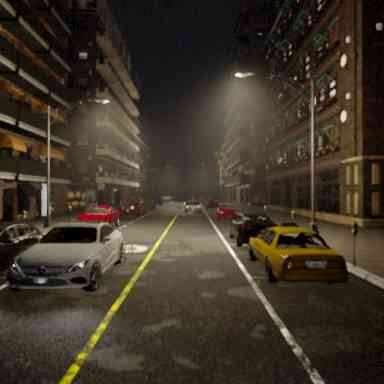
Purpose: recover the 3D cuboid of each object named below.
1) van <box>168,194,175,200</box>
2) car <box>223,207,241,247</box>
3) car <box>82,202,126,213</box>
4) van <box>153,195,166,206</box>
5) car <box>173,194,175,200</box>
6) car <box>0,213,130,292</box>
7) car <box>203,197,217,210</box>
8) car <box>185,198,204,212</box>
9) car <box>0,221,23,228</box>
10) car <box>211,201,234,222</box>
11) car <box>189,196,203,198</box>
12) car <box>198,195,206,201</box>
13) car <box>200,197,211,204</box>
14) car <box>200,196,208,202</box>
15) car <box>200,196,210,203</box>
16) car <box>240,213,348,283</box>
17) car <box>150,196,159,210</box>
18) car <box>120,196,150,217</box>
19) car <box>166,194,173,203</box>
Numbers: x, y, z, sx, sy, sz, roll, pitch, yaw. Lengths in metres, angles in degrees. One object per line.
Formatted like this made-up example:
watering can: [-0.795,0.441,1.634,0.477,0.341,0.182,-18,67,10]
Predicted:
van: [-5.675,1.446,93.898,1.690,1.788,3.998,0,0,0]
car: [2.695,1.582,14.985,1.947,1.339,4.313,0,0,0]
car: [-5.685,1.568,20.627,1.887,1.381,4.507,0,0,0]
van: [-5.679,1.401,54.444,1.690,1.788,3.998,0,0,0]
car: [-5.678,1.636,76.989,2.008,1.369,4.403,0,0,0]
car: [-3.072,1.536,9.090,1.812,1.442,4.674,0,0,0]
car: [2.699,1.629,43.166,1.802,1.307,4.206,0,0,0]
car: [0.107,1.643,38.512,1.895,1.301,4.718,0,0,0]
car: [-5.687,1.562,9.354,2.008,1.369,4.403,0,0,0]
car: [2.696,1.611,26.257,1.802,1.307,4.206,0,0,0]
car: [0.107,1.547,49.603,2.128,1.511,4.902,0,0,0]
car: [2.703,1.643,88.257,1.887,1.381,4.507,0,0,0]
car: [2.701,1.638,65.711,1.947,1.339,4.313,0,0,0]
car: [2.702,1.667,76.984,1.802,1.307,4.206,0,0,0]
car: [2.702,1.623,71.347,1.887,1.381,4.507,0,0,0]
car: [2.694,1.536,9.519,1.752,1.417,4.829,0,0,0]
car: [-5.682,1.573,43.001,1.752,1.417,4.829,0,0,0]
car: [-5.683,1.350,31.900,2.192,1.841,5.009,0,0,0]
car: [-5.678,1.630,71.353,2.008,1.369,4.403,0,0,0]
